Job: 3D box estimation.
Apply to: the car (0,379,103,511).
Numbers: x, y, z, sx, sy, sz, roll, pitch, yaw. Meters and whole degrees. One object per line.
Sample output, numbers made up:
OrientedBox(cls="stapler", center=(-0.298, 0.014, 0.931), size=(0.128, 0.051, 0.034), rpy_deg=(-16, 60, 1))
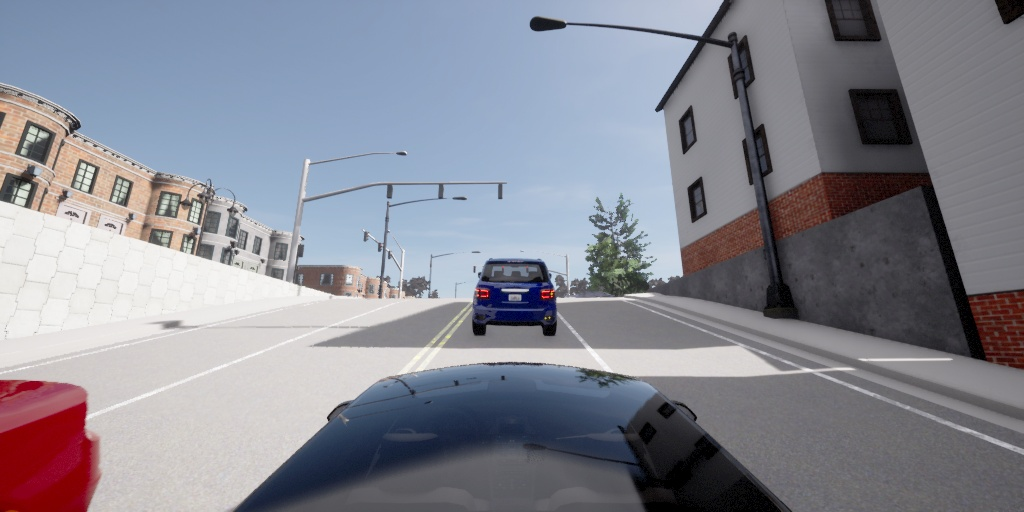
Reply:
OrientedBox(cls="car", center=(-3.597, 1.226, 0.154), size=(1.882, 1.535, 5.008), rpy_deg=(0, 0, 0))

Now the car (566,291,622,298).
OrientedBox(cls="car", center=(7.026, 3.673, 29.882), size=(5.357, 1.411, 2.033), rpy_deg=(-2, -14, 9))

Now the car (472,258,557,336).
OrientedBox(cls="car", center=(0.079, 1.097, 11.026), size=(2.150, 2.045, 5.566), rpy_deg=(1, -1, 0))
